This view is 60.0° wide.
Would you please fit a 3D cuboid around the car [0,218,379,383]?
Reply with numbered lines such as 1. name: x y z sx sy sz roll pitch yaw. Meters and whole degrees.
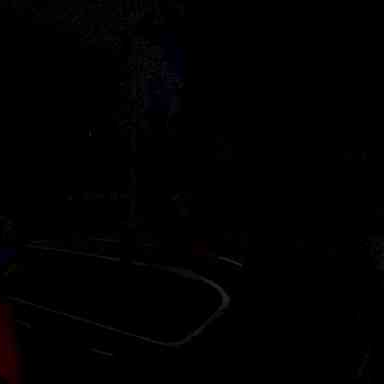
1. car: -0.818 1.296 3.542 5.009 1.841 2.192 1 0 35
